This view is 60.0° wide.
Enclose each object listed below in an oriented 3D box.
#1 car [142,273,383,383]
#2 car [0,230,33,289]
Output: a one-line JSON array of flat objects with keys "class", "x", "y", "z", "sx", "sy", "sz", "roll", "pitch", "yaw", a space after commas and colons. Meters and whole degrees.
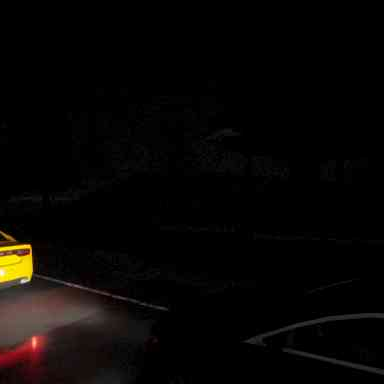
[{"class": "car", "x": 1.732, "y": 1.492, "z": 2.772, "sx": 4.902, "sy": 1.511, "sz": 2.128, "roll": 0, "pitch": 0, "yaw": 35}, {"class": "car", "x": -5.867, "y": 1.468, "z": 8.023, "sx": 5.008, "sy": 1.535, "sz": 1.882, "roll": 0, "pitch": 0, "yaw": 35}]
